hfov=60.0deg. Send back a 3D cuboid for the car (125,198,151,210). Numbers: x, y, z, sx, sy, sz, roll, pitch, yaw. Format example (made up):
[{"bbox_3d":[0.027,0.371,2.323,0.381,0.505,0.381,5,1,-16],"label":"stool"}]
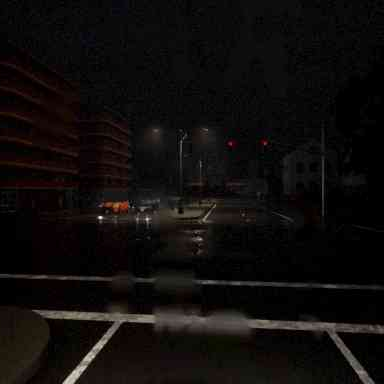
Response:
[{"bbox_3d":[-7.120,1.545,44.369,2.033,1.411,5.357,0,0,6],"label":"car"}]

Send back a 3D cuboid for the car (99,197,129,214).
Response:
[{"bbox_3d":[-8.105,1.352,34.951,2.097,1.767,4.553,0,0,6],"label":"car"}]

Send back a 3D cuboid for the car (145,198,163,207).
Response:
[{"bbox_3d":[-6.124,1.601,53.900,1.895,1.301,4.718,0,0,6],"label":"car"}]

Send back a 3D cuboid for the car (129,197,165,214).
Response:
[{"bbox_3d":[-4.590,1.491,34.880,2.128,1.511,4.902,0,0,6],"label":"car"}]

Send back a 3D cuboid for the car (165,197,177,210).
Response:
[{"bbox_3d":[-3.634,1.601,44.090,1.895,1.301,4.718,0,0,6],"label":"car"}]

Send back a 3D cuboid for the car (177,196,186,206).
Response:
[{"bbox_3d":[-2.684,1.491,53.135,2.128,1.511,4.902,0,0,6],"label":"car"}]

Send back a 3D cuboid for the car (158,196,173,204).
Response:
[{"bbox_3d":[-5.062,1.564,63.874,1.994,1.385,4.181,0,0,6],"label":"car"}]

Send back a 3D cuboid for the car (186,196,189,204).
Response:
[{"bbox_3d":[-1.631,1.505,63.037,1.837,1.490,4.892,0,0,7],"label":"car"}]
